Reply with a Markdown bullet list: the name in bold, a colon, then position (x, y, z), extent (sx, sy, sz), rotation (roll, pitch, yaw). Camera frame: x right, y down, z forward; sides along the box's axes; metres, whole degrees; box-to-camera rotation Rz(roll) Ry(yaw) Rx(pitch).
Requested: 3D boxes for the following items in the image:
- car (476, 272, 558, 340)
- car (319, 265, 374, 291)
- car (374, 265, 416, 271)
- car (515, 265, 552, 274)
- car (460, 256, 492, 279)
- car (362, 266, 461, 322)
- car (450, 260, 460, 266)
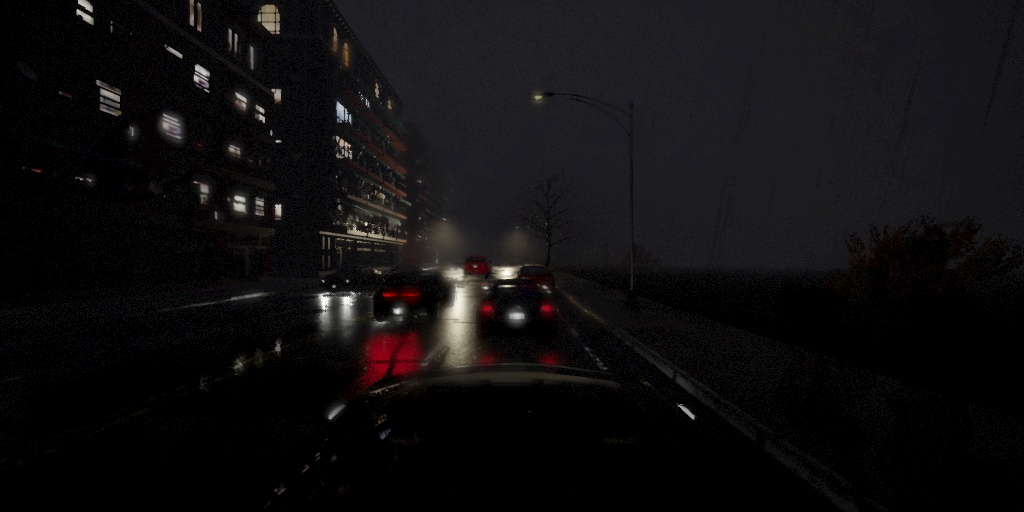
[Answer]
- **car**: position (0.109, 1.315, 10.010), extent (1.994, 1.385, 4.181), rotation (0, 0, 0)
- **car**: position (-9.831, 1.300, 22.463), extent (2.033, 1.411, 5.357), rotation (0, 0, 0)
- **car**: position (-6.595, 1.278, 22.207), extent (1.812, 1.442, 4.674), rotation (0, 0, 0)
- **car**: position (1.152, 1.230, 18.930), extent (1.882, 1.535, 5.008), rotation (0, 0, 0)
- **car**: position (-3.123, 0.976, 33.158), extent (2.150, 2.045, 5.566), rotation (0, 0, 0)
- **car**: position (-3.141, 1.257, 12.339), extent (1.837, 1.490, 4.892), rotation (0, 0, 0)
- **car**: position (-9.744, 1.351, 64.036), extent (1.895, 1.301, 4.718), rotation (0, 0, 1)
